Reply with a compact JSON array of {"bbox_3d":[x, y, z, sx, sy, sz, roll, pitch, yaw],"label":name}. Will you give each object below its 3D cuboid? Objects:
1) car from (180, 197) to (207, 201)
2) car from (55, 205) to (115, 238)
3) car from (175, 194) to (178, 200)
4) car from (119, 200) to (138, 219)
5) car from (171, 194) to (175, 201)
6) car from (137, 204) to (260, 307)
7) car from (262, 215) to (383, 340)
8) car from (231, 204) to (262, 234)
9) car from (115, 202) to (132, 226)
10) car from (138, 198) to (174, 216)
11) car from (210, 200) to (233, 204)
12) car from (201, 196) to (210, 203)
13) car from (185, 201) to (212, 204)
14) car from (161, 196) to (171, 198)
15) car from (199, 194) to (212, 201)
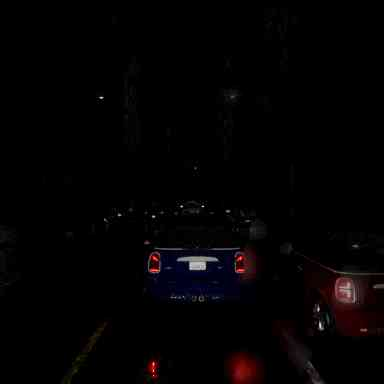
[{"bbox_3d":[0.008,1.459,27.419,1.801,1.575,5.366,0,0,0],"label":"car"},{"bbox_3d":[-5.666,1.567,17.553,1.947,1.339,4.313,0,0,0],"label":"car"},{"bbox_3d":[-5.559,1.637,92.532,1.752,1.417,4.829,0,0,0],"label":"car"},{"bbox_3d":[-5.663,1.443,28.556,1.967,1.590,4.097,0,0,0],"label":"car"},{"bbox_3d":[-5.593,1.615,76.476,2.008,1.369,4.403,0,0,0],"label":"car"},{"bbox_3d":[0.102,1.352,8.117,2.097,1.767,4.553,0,0,0],"label":"car"},{"bbox_3d":[2.856,1.440,6.548,1.967,1.590,4.097,0,0,0],"label":"car"},{"bbox_3d":[2.859,1.552,17.551,2.008,1.369,4.403,0,0,0],"label":"car"},{"bbox_3d":[-5.664,1.584,23.055,1.802,1.307,4.206,0,0,0],"label":"car"},{"bbox_3d":[-2.999,1.551,28.752,2.033,1.411,5.357,0,0,0],"label":"car"},{"bbox_3d":[2.863,1.569,28.553,1.947,1.339,4.313,0,0,0],"label":"car"},{"bbox_3d":[2.920,1.579,71.223,1.752,1.417,4.829,0,0,0],"label":"car"},{"bbox_3d":[0.101,1.479,17.398,1.882,1.535,5.008,0,0,0],"label":"car"},{"bbox_3d":[-5.616,1.625,65.659,1.802,1.307,4.206,0,0,0],"label":"car"},{"bbox_3d":[2.908,1.483,65.644,1.967,1.590,4.097,0,0,0],"label":"car"}]
